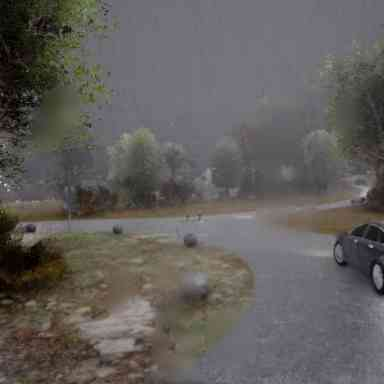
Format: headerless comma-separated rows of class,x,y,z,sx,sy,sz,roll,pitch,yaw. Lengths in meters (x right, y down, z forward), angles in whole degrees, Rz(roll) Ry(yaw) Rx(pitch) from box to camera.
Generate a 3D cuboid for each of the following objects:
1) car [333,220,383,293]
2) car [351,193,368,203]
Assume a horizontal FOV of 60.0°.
car,5.208,1.489,8.649,1.837,1.490,4.892,-1,0,8
car,31.192,1.347,62.208,1.994,1.385,4.181,-1,1,38
